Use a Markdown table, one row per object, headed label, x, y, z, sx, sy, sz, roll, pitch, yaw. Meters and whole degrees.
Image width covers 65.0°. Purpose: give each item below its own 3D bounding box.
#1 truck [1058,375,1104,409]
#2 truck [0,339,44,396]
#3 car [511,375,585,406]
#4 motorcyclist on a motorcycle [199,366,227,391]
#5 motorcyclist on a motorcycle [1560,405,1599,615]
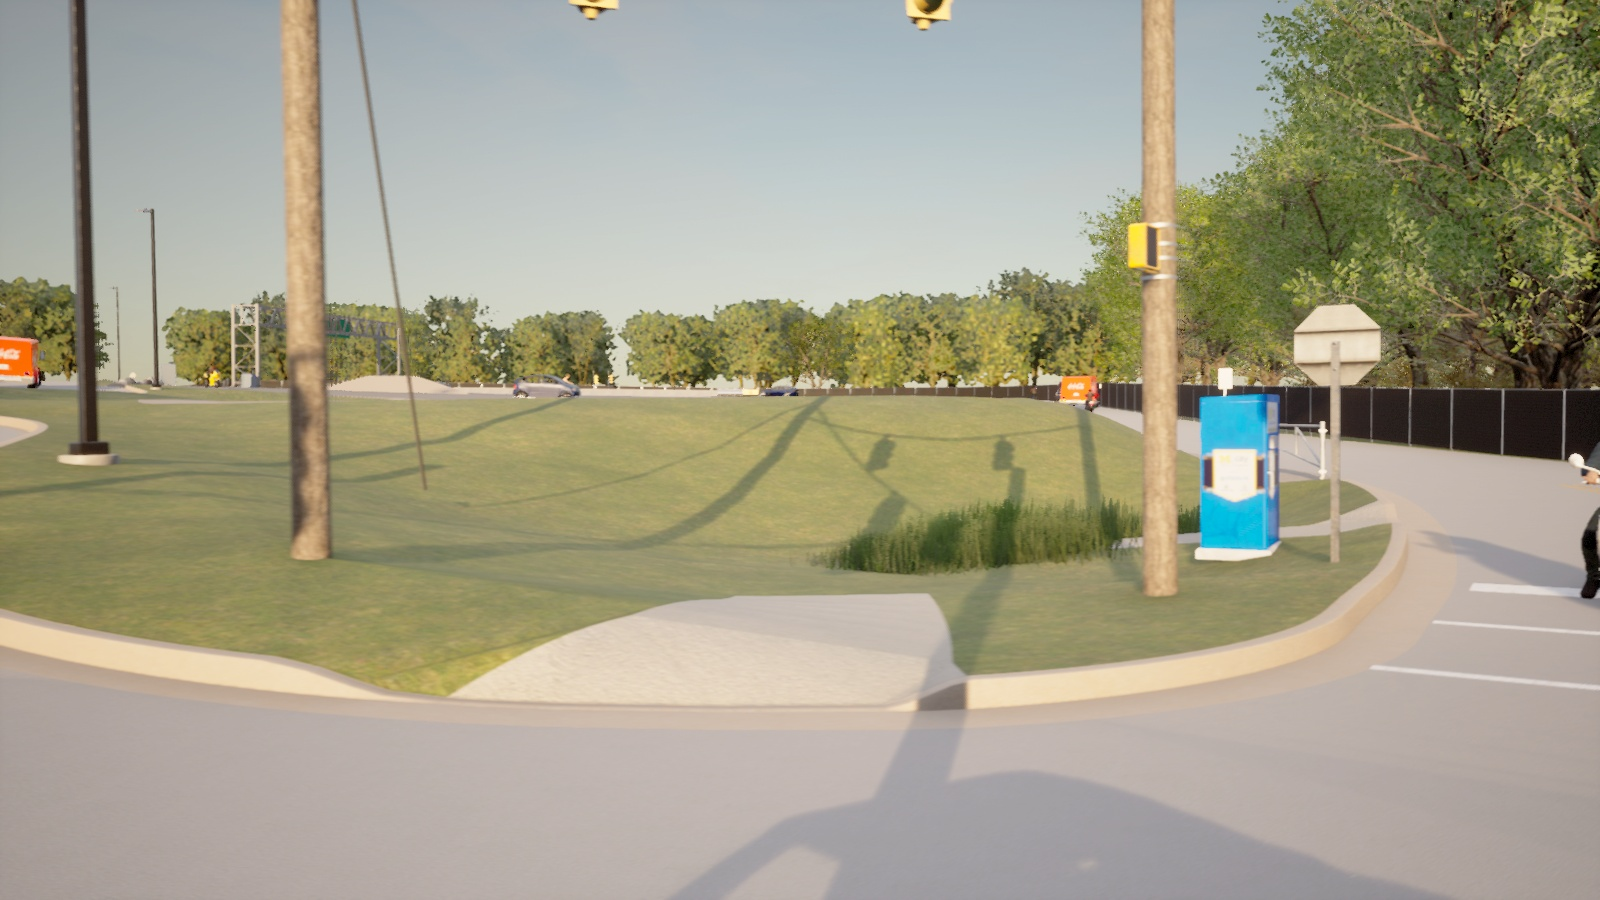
| label | x | y | z | sx | sy | sz | roll | pitch | yaw |
| --- | --- | --- | --- | --- | --- | --- | --- | --- | --- |
| truck | 21.371 | -4.433 | 95.349 | 2.627 | 2.467 | 5.204 | 0 | 4 | 21 |
| truck | -38.312 | -4.047 | 60.700 | 2.627 | 2.467 | 5.204 | 3 | 3 | -28 |
| car | -14.081 | -3.343 | 70.233 | 3.705 | 1.549 | 1.789 | 1 | 4 | 3 |
| motorcyclist on a motorcycle | -36.868 | -4.466 | 78.808 | 2.044 | 1.523 | 0.797 | 4 | 2 | 41 |
| motorcyclist on a motorcycle | 6.771 | 0.435 | 10.259 | 0.866 | 1.590 | 1.817 | 0 | 3 | 34 |
